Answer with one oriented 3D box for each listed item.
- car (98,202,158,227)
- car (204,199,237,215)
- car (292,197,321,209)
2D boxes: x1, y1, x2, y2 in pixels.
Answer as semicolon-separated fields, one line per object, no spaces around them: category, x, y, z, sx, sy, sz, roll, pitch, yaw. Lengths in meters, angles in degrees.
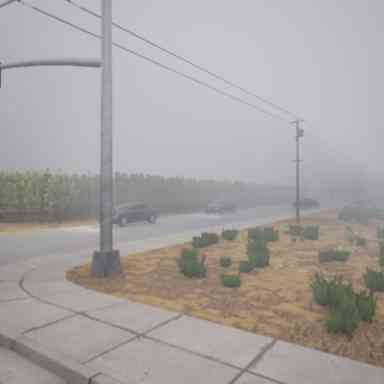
car;-4.375;1.527;23.364;1.837;1.490;4.892;0;0;33
car;3.052;1.524;34.993;1.837;1.490;4.892;0;1;33
car;15.879;1.529;46.069;4.892;1.490;1.837;0;0;-38
